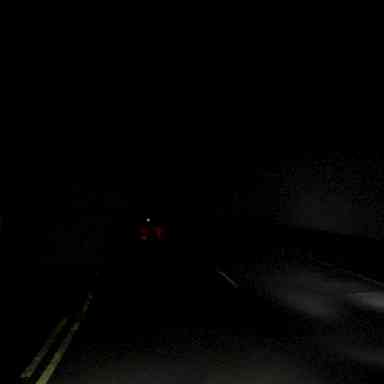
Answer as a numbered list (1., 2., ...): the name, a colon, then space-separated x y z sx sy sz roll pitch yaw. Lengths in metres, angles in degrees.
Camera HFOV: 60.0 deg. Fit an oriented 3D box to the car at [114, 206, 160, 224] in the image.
1. car: -4.312 1.685 25.328 1.895 1.301 4.718 0 0 -34
